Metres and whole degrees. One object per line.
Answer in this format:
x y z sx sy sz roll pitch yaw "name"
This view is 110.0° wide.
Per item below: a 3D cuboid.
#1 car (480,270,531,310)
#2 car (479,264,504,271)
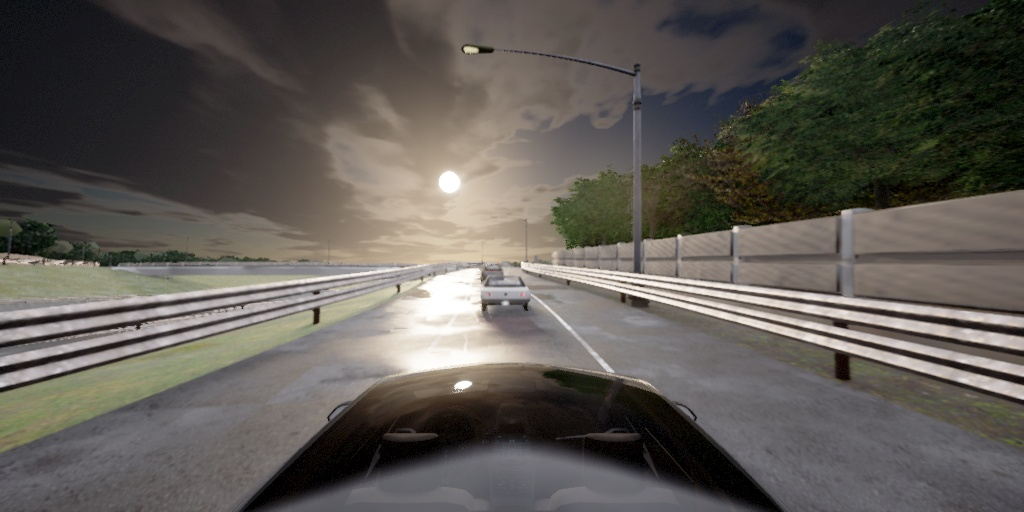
-0.356 1.454 15.291 1.895 1.301 4.718 0 0 -3 "car"
-1.718 1.446 30.568 2.128 1.511 4.902 0 0 -7 "car"
